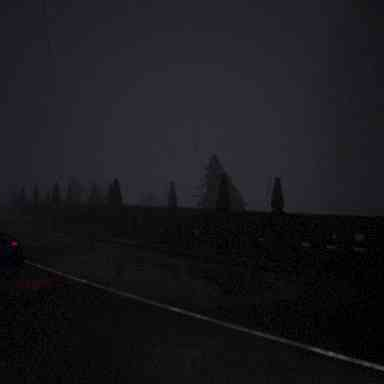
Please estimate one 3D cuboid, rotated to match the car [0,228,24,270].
[{"bbox_3d":[-6.689,1.547,9.910,4.181,1.385,1.994,0,0,43],"label":"car"}]
